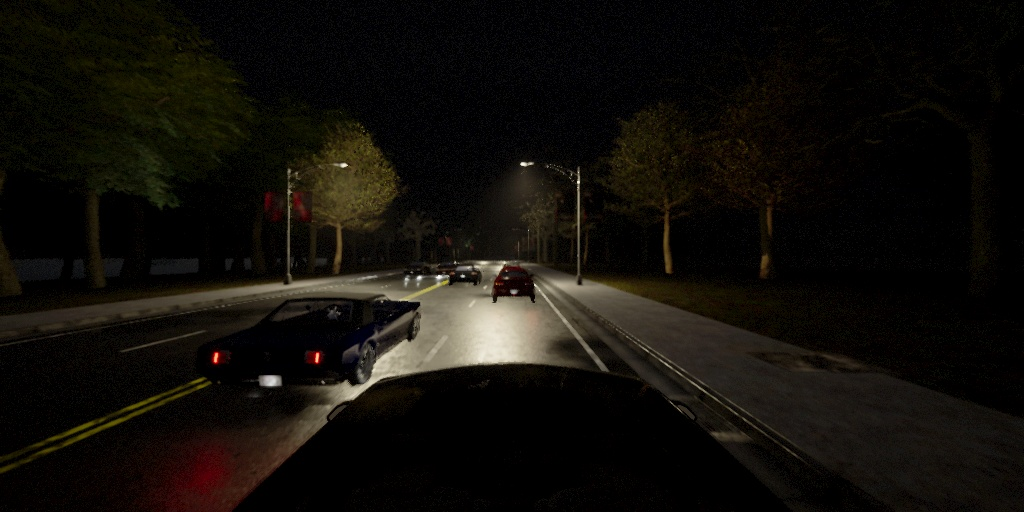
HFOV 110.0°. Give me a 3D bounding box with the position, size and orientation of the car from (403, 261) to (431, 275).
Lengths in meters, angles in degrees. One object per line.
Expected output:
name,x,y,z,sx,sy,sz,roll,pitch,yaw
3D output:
car,-9.940,1.257,38.218,2.033,1.411,5.357,0,0,0

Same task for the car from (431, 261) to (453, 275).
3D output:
car,-6.690,1.255,37.971,2.033,1.411,5.357,0,0,0

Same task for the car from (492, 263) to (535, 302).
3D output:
car,0.073,1.249,16.621,1.812,1.442,4.674,0,0,0

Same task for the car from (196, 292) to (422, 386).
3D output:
car,-3.155,1.341,6.908,1.895,1.301,4.718,0,0,0

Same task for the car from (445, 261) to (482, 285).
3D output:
car,-3.215,1.280,25.370,1.994,1.385,4.181,0,0,0
